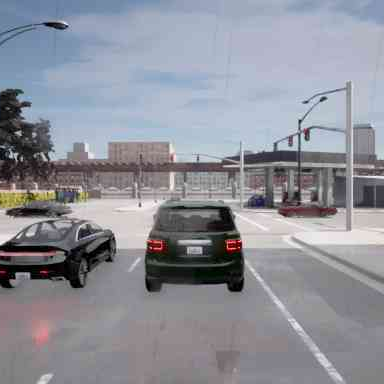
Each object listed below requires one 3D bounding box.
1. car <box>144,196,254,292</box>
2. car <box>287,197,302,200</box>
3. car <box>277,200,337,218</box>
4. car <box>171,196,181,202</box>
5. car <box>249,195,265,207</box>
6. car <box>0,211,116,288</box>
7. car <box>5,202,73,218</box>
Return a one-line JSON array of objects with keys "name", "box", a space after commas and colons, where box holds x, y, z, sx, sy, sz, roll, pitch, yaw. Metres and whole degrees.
[{"name": "car", "box": [0.069, 1.221, 9.112, 2.150, 2.045, 5.566, 0, 0, 0]}, {"name": "car", "box": [15.368, 1.456, 50.073, 1.970, 1.475, 3.806, 0, 0, 0]}, {"name": "car", "box": [9.974, 1.601, 29.144, 4.718, 1.301, 1.895, 0, 0, -1]}, {"name": "car", "box": [-3.630, 1.552, 74.542, 1.994, 1.385, 4.181, 0, 0, 0]}, {"name": "car", "box": [9.624, 1.295, 49.301, 2.242, 1.667, 4.611, 0, 0, 0]}, {"name": "car", "box": [-3.436, 1.492, 9.194, 2.128, 1.511, 4.902, 0, 0, 0]}, {"name": "car", "box": [-13.354, 1.547, 29.244, 5.357, 1.411, 2.033, 0, 0, 1]}]
